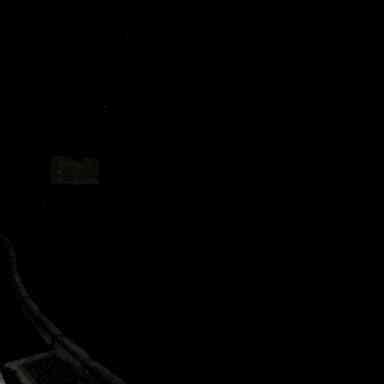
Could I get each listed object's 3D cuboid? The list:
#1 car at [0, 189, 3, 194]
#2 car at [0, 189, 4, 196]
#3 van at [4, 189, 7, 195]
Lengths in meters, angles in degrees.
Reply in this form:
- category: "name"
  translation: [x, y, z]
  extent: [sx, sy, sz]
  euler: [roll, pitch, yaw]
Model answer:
- category: "car"
  translation: [-43.933, 0.315, 71.192]
  extent: [4.674, 1.452, 2.002]
  euler: [2, -2, -24]
- category: "car"
  translation: [-45.070, 0.341, 73.705]
  extent: [4.792, 1.488, 2.163]
  euler: [2, -2, -24]
- category: "van"
  translation: [-47.140, 0.151, 78.811]
  extent: [4.442, 1.987, 1.878]
  euler: [2, -1, -24]
